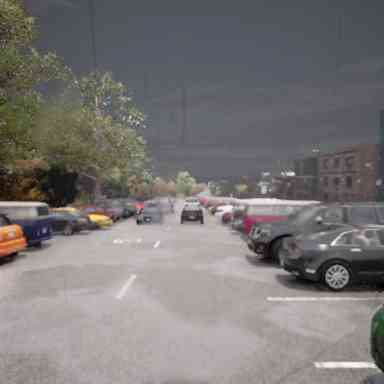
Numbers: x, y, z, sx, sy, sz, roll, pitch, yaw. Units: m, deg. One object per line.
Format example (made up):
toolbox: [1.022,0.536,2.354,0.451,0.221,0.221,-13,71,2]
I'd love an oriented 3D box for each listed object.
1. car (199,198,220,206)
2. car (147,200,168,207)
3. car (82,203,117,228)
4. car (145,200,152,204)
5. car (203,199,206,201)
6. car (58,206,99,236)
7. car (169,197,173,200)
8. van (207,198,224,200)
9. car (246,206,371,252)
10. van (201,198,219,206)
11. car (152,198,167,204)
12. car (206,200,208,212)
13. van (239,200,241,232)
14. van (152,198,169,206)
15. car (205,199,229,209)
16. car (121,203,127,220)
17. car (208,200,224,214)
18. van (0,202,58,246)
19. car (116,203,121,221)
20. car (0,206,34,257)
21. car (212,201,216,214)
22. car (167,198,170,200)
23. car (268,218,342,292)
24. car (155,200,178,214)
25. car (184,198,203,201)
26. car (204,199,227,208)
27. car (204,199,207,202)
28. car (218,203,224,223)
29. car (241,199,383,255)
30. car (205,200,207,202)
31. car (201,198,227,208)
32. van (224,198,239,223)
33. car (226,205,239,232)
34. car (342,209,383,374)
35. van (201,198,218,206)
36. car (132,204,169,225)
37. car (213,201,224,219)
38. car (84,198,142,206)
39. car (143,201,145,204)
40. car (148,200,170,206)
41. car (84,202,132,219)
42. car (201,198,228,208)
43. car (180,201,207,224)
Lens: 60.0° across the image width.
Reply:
car: [4.726,2.652,89.897,5.566,2.045,2.435,0,-1,0]
car: [-8.345,2.775,80.991,4.792,1.488,2.163,0,-1,0]
car: [-8.141,1.757,22.517,5.366,1.575,1.946,0,-1,0]
car: [-8.313,1.808,42.013,5.566,2.045,2.435,0,-1,0]
car: [4.731,2.311,56.258,5.008,1.535,2.097,0,-1,0]
car: [-8.323,1.760,19.731,4.674,1.452,2.002,0,-1,0]
car: [-8.405,2.544,83.771,5.566,2.045,2.435,0,-1,0]
van: [4.850,1.937,47.853,4.442,1.987,1.878,0,-1,0]
car: [4.788,1.516,14.217,4.553,1.767,2.185,0,-1,0]
van: [4.586,2.579,84.290,4.442,1.987,1.878,0,-1,0]
car: [-8.371,2.551,69.889,4.892,1.521,2.231,0,-1,0]
car: [4.706,2.143,45.045,4.792,1.488,2.163,0,-1,0]
van: [4.872,1.457,17.022,4.442,1.987,1.878,0,-1,0]
van: [-8.498,2.667,89.321,4.442,1.987,1.878,0,-1,0]
car: [4.750,2.334,64.668,4.553,1.767,2.185,0,-1,0]
car: [-8.301,1.870,28.087,4.792,1.488,2.163,0,-1,0]
car: [4.745,2.016,39.444,5.008,1.535,2.097,0,-1,0]
van: [-8.440,1.414,14.163,4.442,1.987,1.878,0,-1,0]
car: [-8.323,1.800,25.303,5.008,1.535,2.097,0,-1,0]
car: [-8.293,1.477,11.382,4.553,1.767,2.185,0,-1,0]
car: [4.774,1.956,33.836,4.792,1.488,2.163,0,-1,0]
car: [-8.182,2.596,72.666,5.366,1.575,1.946,0,-1,0]
car: [4.748,1.570,8.610,4.892,1.521,2.231,0,-1,0]
car: [-3.266,2.109,44.064,2.128,1.511,4.902,0,-1,0]
car: [-0.137,1.857,45.073,2.150,2.045,5.566,0,-1,-4]
car: [4.748,2.383,67.471,4.553,1.767,2.185,0,-1,0]
car: [4.758,2.291,53.454,4.792,1.488,2.163,0,-1,0]
car: [4.757,1.803,25.429,5.008,1.535,2.097,0,-1,0]
car: [4.727,1.354,11.418,5.566,2.045,2.435,0,-1,0]
car: [4.760,2.242,50.651,4.792,1.488,2.163,0,-1,0]
car: [4.741,2.356,73.079,5.566,2.045,2.435,0,-1,0]
van: [4.637,1.537,22.629,4.442,1.987,1.878,0,-1,0]
car: [4.761,1.724,19.823,4.892,1.521,2.231,0,-1,0]
car: [4.720,1.257,3.009,5.566,2.045,2.435,0,-1,0]
van: [4.584,2.628,87.093,4.442,1.987,1.878,0,-1,0]
car: [-3.282,1.909,26.920,1.994,1.385,4.181,0,-1,1]
car: [4.751,1.885,31.039,4.892,1.521,2.231,0,-1,0]
car: [-8.307,1.671,33.659,5.566,2.045,2.435,0,-1,0]
car: [-8.337,2.050,39.101,4.674,1.452,2.002,0,-1,0]
car: [-8.565,2.841,86.543,5.366,1.575,1.946,0,-1,0]
car: [-8.361,1.910,30.872,4.792,1.488,2.163,0,-1,0]
car: [4.743,2.307,70.276,5.566,2.045,2.435,0,-1,0]
car: [0.024,1.843,28.397,1.882,1.535,5.008,0,-1,0]
